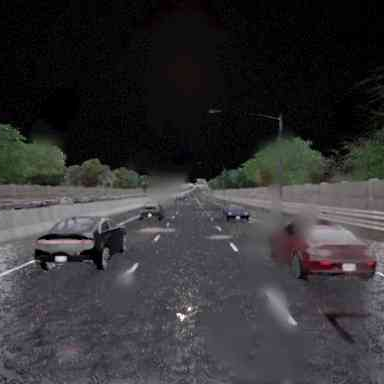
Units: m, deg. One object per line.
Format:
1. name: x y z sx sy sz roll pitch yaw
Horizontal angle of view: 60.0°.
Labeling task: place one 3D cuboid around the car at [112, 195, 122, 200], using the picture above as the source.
1. car: -17.509 1.508 77.836 1.812 1.442 4.674 0 0 0

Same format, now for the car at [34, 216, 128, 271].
1. car: -3.401 1.537 11.052 2.128 1.511 4.902 0 0 0

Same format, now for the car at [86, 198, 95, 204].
1. car: -21.008 1.800 66.880 1.994 1.385 4.181 0 0 0

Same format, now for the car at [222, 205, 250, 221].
1. car: 3.597 1.724 28.129 1.895 1.301 4.718 0 0 0

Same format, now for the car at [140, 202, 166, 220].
1. car: -3.403 1.632 29.222 1.837 1.490 4.892 0 0 0

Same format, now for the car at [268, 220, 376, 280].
1. car: 3.599 1.568 9.921 1.812 1.442 4.674 0 0 0

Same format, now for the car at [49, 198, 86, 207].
1. car: -14.089 1.667 37.972 1.837 1.490 4.892 0 0 0

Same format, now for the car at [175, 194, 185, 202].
1. car: -3.510 1.813 88.647 1.837 1.490 4.892 0 0 0

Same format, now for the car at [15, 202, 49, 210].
1. car: -17.594 1.757 36.822 1.895 1.301 4.718 0 0 0
